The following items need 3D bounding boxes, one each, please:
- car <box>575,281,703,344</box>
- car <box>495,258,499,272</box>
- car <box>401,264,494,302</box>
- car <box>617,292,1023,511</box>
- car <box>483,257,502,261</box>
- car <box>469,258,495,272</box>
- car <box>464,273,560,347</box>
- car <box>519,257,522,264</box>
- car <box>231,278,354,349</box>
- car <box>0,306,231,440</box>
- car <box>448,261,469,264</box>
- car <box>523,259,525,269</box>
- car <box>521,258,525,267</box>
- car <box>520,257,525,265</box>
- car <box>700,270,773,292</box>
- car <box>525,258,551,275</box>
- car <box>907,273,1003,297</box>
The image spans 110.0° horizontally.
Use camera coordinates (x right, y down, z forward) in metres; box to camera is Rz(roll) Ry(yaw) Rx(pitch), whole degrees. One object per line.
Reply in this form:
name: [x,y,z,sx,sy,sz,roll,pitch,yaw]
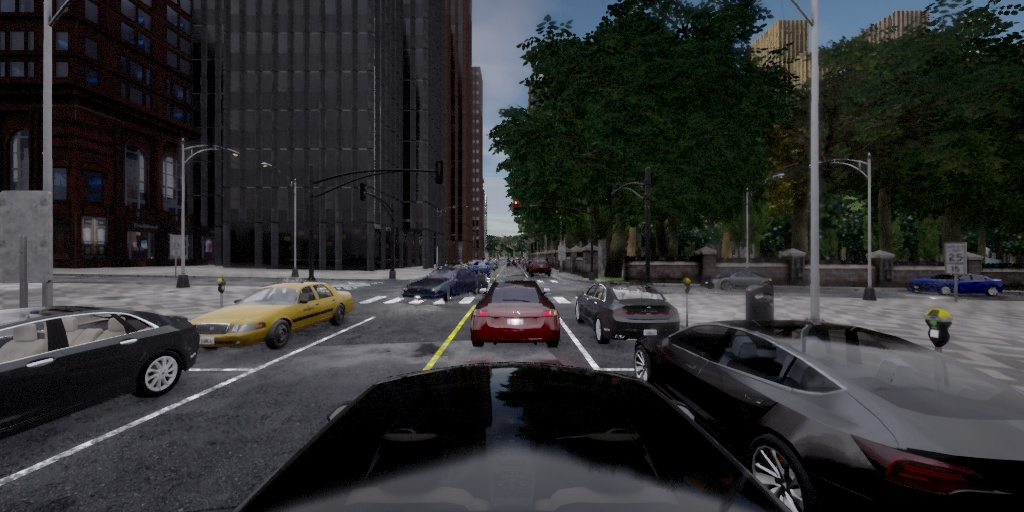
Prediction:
car: [2.763,1.301,9.349,2.007,1.370,4.403,0,0,0]
car: [-3.093,1.338,46.584,1.994,1.385,4.181,0,0,0]
car: [-3.002,1.303,17.328,2.033,1.411,5.357,0,0,21]
car: [2.763,1.316,3.836,1.948,1.339,4.313,0,0,0]
car: [-3.086,1.277,56.630,2.128,1.511,4.902,0,0,0]
car: [-3.093,1.241,36.619,1.882,1.535,5.008,0,0,0]
car: [0.081,1.314,9.344,1.994,1.385,4.181,0,0,0]
car: [2.760,1.233,63.296,1.967,1.591,4.097,0,0,0]
car: [-5.763,1.276,9.170,1.751,1.417,4.829,0,0,0]
car: [-5.762,1.300,3.827,2.007,1.370,4.403,0,0,0]
car: [-5.764,1.328,36.004,1.948,1.339,4.313,0,0,0]
car: [2.761,1.340,46.926,1.948,1.339,4.313,0,0,0]
car: [2.760,1.331,52.383,2.007,1.370,4.403,0,0,0]
car: [2.760,1.337,57.839,2.007,1.370,4.403,0,0,0]
car: [15.072,1.647,24.169,4.181,1.385,1.994,1,0,-2]
car: [2.761,1.077,36.014,2.192,1.841,5.009,0,0,0]
car: [29.819,1.866,24.233,5.008,1.535,1.882,0,0,0]
